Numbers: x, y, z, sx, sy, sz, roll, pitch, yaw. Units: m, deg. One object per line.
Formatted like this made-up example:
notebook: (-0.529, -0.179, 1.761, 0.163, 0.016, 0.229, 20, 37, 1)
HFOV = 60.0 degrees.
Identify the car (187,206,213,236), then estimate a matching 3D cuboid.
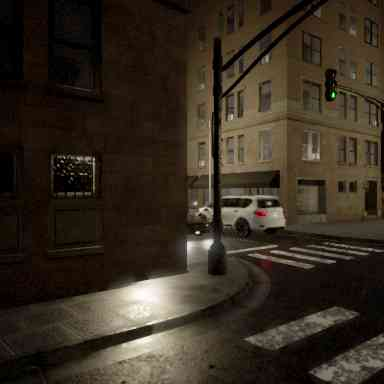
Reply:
car: (-1.278, 1.515, 17.773, 2.033, 1.411, 5.357, 0, 0, -36)

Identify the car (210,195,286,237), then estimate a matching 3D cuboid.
car: (2.431, 1.196, 18.087, 2.150, 2.045, 5.566, 0, 0, -36)
